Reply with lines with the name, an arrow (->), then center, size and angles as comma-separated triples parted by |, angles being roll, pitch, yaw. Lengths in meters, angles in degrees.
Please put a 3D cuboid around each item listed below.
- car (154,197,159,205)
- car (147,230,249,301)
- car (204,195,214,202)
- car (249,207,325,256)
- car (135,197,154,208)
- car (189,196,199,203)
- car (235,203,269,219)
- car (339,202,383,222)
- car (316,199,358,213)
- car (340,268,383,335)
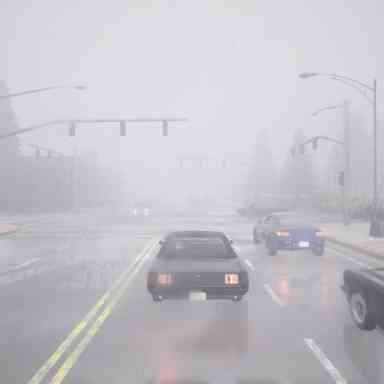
car -> -6.850, 1.564, 57.352 | 1.994, 1.385, 4.181 | 0, 0, 0
car -> 0.097, 1.601, 8.243 | 1.895, 1.301, 4.718 | 0, 0, 0
car -> 3.819, 1.355, 74.920 | 2.097, 1.767, 4.553 | 0, 0, 0
car -> 3.634, 1.526, 13.035 | 1.812, 1.442, 4.674 | 0, 0, 0
car -> -6.901, 1.526, 47.328 | 1.812, 1.442, 4.674 | 0, 0, 0
car -> 0.383, 1.477, 67.929 | 1.882, 1.535, 5.008 | 0, 0, 0
car -> 6.185, 1.601, 28.919 | 4.718, 1.301, 1.895 | 0, 0, 1
car -> 14.163, 1.601, 25.335 | 4.718, 1.301, 1.895 | 0, 0, 0
car -> 16.073, 1.478, 36.017 | 5.008, 1.535, 1.882 | 0, 0, 0
car -> 3.612, 1.601, 3.932 | 1.895, 1.301, 4.718 | 0, 0, 0
